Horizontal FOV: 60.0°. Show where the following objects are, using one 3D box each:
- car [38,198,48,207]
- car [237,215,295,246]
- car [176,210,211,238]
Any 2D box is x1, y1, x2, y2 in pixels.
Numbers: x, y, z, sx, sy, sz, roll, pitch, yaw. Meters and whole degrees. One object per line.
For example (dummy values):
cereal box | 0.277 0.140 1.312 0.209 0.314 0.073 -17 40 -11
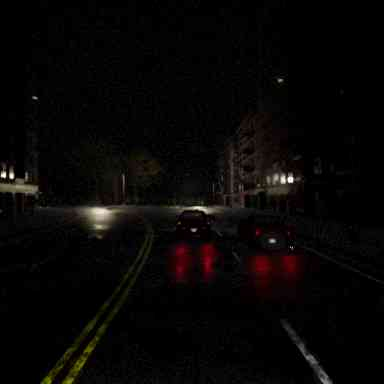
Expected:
car | -37.460 2.602 82.174 2.150 2.045 5.566 0 -1 -43
car | 3.353 1.766 16.078 1.895 1.301 4.718 0 -1 0
car | 0.081 1.719 18.718 1.812 1.442 4.674 0 -1 0
